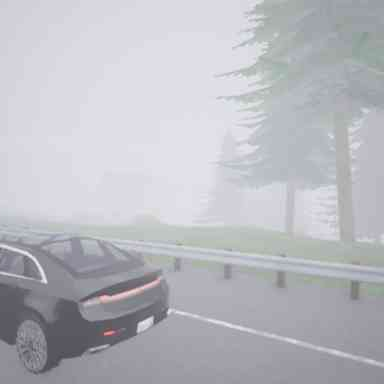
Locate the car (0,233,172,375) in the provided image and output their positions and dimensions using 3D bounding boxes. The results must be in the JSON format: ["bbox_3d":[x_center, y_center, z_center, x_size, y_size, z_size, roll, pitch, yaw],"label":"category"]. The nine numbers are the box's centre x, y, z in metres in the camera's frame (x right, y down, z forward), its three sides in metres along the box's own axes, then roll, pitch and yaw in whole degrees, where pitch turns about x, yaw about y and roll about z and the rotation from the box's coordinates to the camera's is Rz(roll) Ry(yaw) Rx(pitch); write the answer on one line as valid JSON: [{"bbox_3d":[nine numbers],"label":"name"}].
[{"bbox_3d":[-2.632,1.456,5.531,4.902,1.511,2.128,0,0,33],"label":"car"}]
